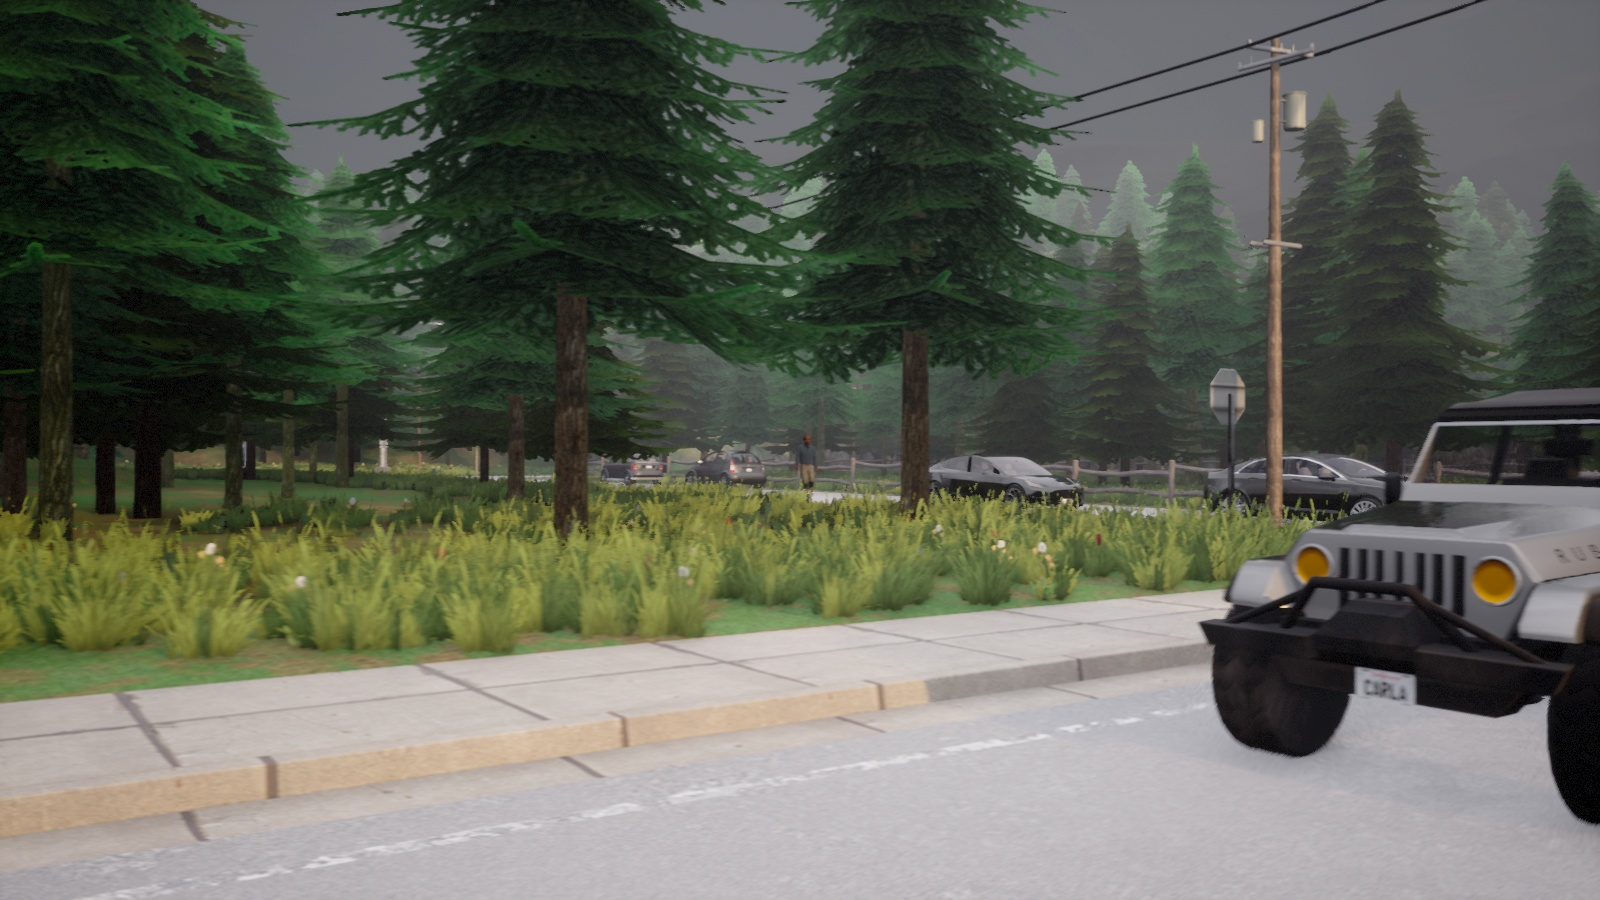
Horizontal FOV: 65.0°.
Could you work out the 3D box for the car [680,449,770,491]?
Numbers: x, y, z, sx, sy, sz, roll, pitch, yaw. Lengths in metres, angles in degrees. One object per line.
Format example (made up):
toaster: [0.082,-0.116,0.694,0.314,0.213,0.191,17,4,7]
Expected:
car: [-3.045,0.786,50.498,1.851,1.617,3.988,0,0,-34]

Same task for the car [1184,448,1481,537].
car: [10.046,0.737,24.105,2.128,1.511,4.902,0,0,-32]

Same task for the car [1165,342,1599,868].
car: [3.886,0.558,6.368,3.866,1.878,1.905,0,0,-35]

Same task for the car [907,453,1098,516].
car: [5.054,0.812,32.014,2.163,1.488,4.792,0,0,-33]

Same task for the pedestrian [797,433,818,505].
pedestrian: [0.190,0.478,32.437,0.370,1.835,0.726,0,0,-13]

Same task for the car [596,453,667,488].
car: [-7.751,0.894,57.572,1.789,1.549,3.705,0,0,-34]
